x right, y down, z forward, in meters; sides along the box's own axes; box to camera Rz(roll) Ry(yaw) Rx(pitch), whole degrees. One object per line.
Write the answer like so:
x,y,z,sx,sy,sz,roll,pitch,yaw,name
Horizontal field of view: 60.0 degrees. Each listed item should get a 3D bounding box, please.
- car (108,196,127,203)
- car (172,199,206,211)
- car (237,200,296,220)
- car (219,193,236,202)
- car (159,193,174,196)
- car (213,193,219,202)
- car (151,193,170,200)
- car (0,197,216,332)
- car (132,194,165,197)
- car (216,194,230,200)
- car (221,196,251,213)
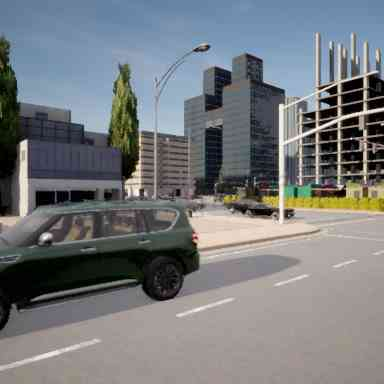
-15.228,1.505,67.713,1.837,1.490,4.892,0,0,-38,car
-0.428,1.601,42.894,1.895,1.301,4.718,0,0,-38,car
6.438,1.601,28.491,1.895,1.301,4.718,0,0,-38,car
8.003,1.395,67.756,3.806,1.475,1.970,0,0,-40,car
-6.380,1.156,85.082,3.866,1.878,1.905,0,0,-40,car
6.165,1.156,69.992,3.866,1.878,1.905,0,0,-40,car
-8.185,1.153,87.346,4.605,1.855,1.932,0,0,-40,car
-2.374,1.221,6.760,5.566,2.045,2.150,0,0,-37,car
-6.802,1.491,51.034,2.128,1.511,4.902,0,0,-38,car
8.798,1.395,94.140,3.806,1.475,1.970,0,0,-40,car
5.774,1.492,34.998,2.128,1.511,4.902,0,0,-38,car
